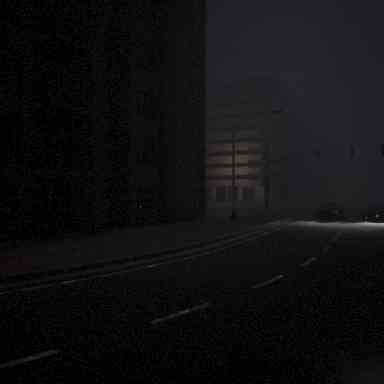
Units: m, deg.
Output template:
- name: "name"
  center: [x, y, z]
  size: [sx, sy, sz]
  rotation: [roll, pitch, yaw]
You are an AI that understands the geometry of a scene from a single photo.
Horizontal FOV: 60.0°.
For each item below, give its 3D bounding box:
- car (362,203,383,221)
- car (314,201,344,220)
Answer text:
- name: "car"
  center: [14.642, 1.597, 26.308]
  size: [1.994, 1.385, 4.181]
  rotation: [0, 0, 29]
- name: "car"
  center: [11.584, 1.508, 28.011]
  size: [1.882, 1.535, 5.008]
  rotation: [0, 0, 29]
